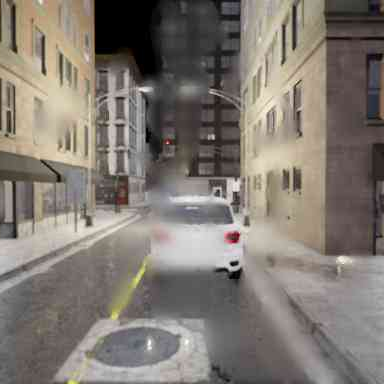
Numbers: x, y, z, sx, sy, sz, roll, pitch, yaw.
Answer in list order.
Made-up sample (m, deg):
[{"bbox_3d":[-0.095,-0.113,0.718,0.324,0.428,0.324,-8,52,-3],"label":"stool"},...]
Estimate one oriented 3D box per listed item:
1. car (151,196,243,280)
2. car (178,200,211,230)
[{"bbox_3d":[0.123,1.123,9.774,2.150,2.045,5.566,0,1,0],"label":"car"},{"bbox_3d":[0.132,1.320,20.605,1.812,1.442,4.674,0,1,0],"label":"car"}]
